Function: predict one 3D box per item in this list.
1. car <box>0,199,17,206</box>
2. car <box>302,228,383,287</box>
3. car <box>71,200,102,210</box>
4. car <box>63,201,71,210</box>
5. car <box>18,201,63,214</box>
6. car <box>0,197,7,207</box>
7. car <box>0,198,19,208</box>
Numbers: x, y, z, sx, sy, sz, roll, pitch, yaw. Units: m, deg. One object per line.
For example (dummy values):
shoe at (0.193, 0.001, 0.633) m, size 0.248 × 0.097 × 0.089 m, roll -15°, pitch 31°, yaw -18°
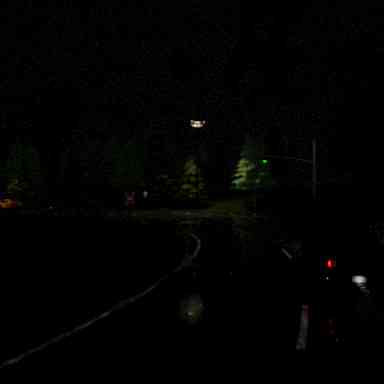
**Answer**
car at (-37.920, 2.164, 68.229) m, size 4.718 × 1.301 × 1.895 m, roll 0°, pitch -1°, yaw 38°
car at (4.318, 1.709, 9.704) m, size 1.895 × 1.301 × 4.718 m, roll 0°, pitch -1°, yaw 14°
car at (-16.024, 1.940, 51.479) m, size 5.008 × 1.535 × 1.882 m, roll 0°, pitch -1°, yaw 38°
car at (-20.354, 2.041, 50.397) m, size 4.718 × 1.301 × 1.895 m, roll 0°, pitch -1°, yaw 38°
car at (-18.229, 1.891, 39.920) m, size 5.357 × 1.411 × 2.033 m, roll 0°, pitch -1°, yaw 38°
car at (-37.536, 1.879, 63.525) m, size 4.553 × 1.767 × 2.097 m, roll 0°, pitch -1°, yaw 38°
car at (-28.582, 1.915, 52.321) m, size 5.008 × 1.535 × 1.882 m, roll -1°, pitch -1°, yaw 38°
